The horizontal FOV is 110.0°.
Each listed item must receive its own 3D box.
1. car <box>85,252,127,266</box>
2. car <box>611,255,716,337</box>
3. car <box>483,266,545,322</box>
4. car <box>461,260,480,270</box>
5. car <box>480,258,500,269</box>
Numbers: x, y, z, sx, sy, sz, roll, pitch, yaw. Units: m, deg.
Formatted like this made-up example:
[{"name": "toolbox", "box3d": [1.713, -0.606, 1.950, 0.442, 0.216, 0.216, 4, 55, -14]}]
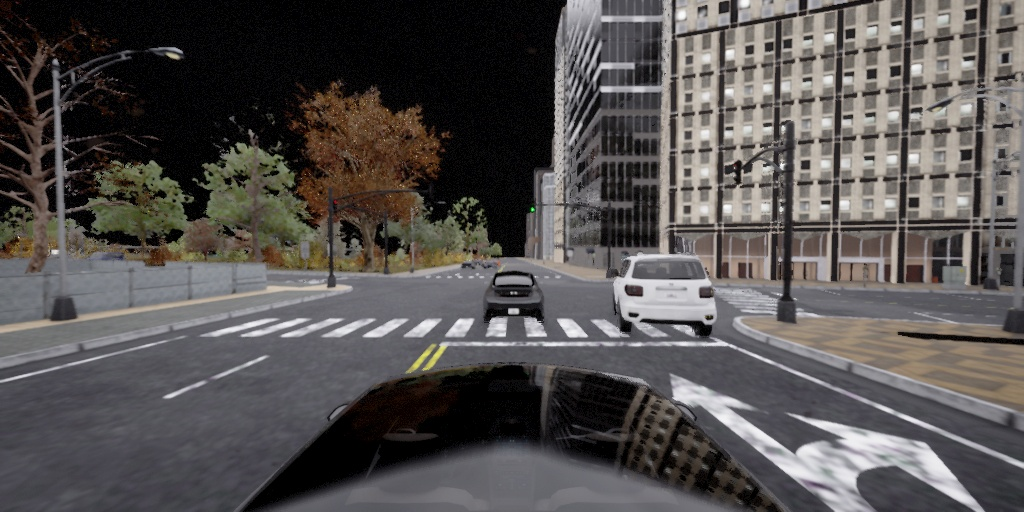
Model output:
[{"name": "car", "box3d": [-48.081, 0.556, 42.372, 5.566, 2.045, 2.150, 1, 2, 22]}, {"name": "car", "box3d": [4.230, 0.997, 10.677, 2.150, 2.045, 5.566, 0, -1, 14]}, {"name": "car", "box3d": [0.062, 1.262, 12.293, 1.837, 1.490, 4.892, 0, 0, 0]}, {"name": "car", "box3d": [-6.581, 1.349, 54.606, 2.033, 1.411, 5.357, 0, 0, 0]}, {"name": "car", "box3d": [-3.333, 1.367, 54.904, 1.994, 1.385, 4.181, 0, 0, 0]}]
